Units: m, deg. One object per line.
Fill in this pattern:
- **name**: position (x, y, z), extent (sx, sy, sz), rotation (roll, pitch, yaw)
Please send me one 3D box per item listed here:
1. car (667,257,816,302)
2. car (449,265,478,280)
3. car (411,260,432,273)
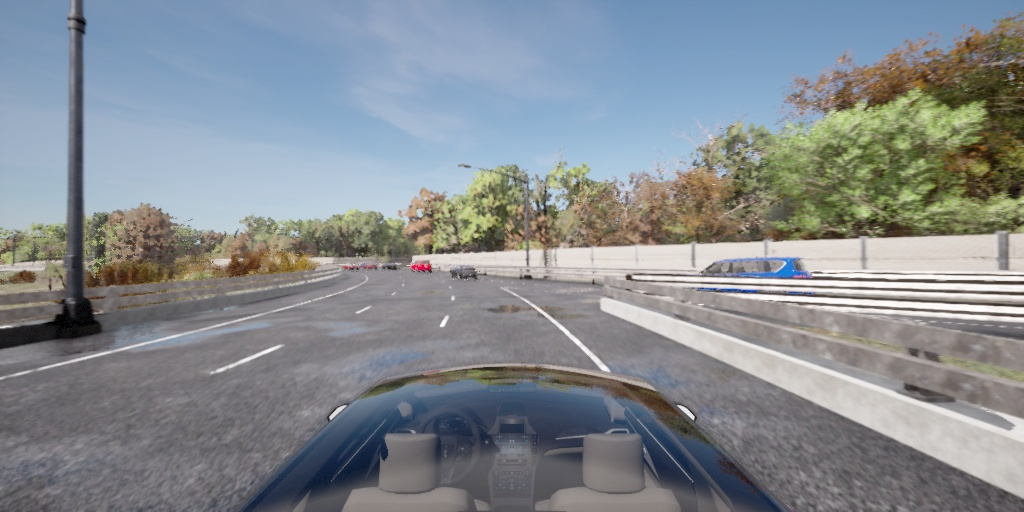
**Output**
- **car**: position (9.883, 1.123, 15.990), extent (2.150, 2.045, 5.566), rotation (0, -3, -45)
- **car**: position (-5.024, 1.652, 36.790), extent (2.128, 1.511, 4.902), rotation (0, -1, -25)
- **car**: position (-14.400, 1.664, 56.787), extent (2.150, 2.045, 5.566), rotation (0, -1, -30)
